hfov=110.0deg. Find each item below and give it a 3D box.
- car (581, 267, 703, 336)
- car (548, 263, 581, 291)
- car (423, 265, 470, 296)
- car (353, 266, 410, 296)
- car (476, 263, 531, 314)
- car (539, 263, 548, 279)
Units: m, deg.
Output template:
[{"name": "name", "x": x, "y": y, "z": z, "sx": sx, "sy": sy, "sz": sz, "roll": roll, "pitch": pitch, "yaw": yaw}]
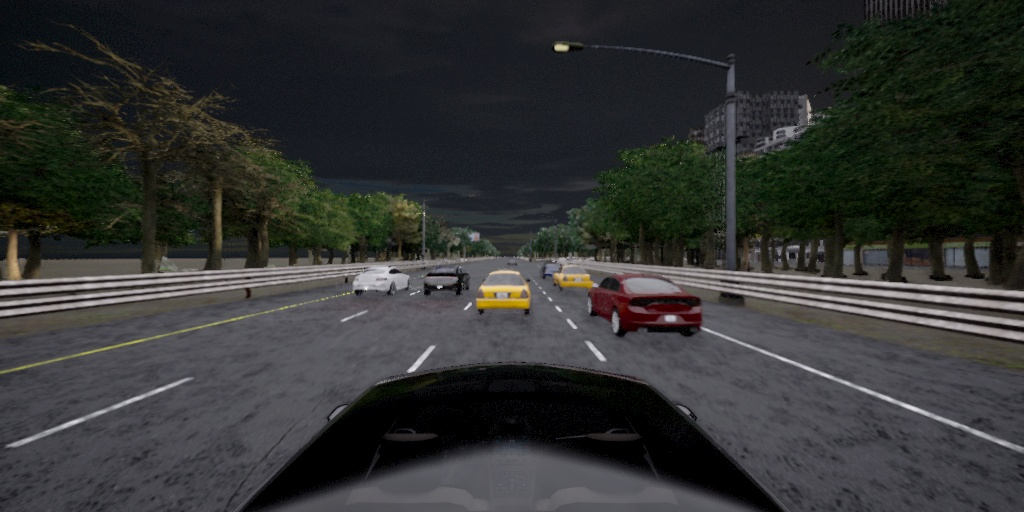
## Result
[{"name": "car", "x": 3.504, "y": 1.229, "z": 10.402, "sx": 1.882, "sy": 1.535, "sz": 5.008, "roll": 0, "pitch": 0, "yaw": 0}, {"name": "car", "x": 3.512, "y": 1.207, "z": 21.592, "sx": 1.801, "sy": 1.575, "sz": 5.366, "roll": 0, "pitch": 0, "yaw": 0}, {"name": "car", "x": -3.393, "y": 1.242, "z": 19.290, "sx": 2.128, "sy": 1.511, "sz": 4.902, "roll": 0, "pitch": 0, "yaw": 0}, {"name": "car", "x": -6.892, "y": 1.275, "z": 19.263, "sx": 1.812, "sy": 1.442, "sz": 4.674, "roll": 0, "pitch": 0, "yaw": 0}, {"name": "car", "x": -0.231, "y": 1.206, "z": 13.740, "sx": 1.801, "sy": 1.575, "sz": 5.366, "roll": 0, "pitch": 0, "yaw": 2}, {"name": "car", "x": 3.519, "y": 1.298, "z": 32.402, "sx": 2.033, "sy": 1.411, "sz": 5.357, "roll": 0, "pitch": 0, "yaw": 0}]
